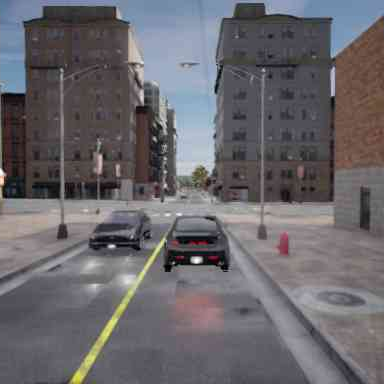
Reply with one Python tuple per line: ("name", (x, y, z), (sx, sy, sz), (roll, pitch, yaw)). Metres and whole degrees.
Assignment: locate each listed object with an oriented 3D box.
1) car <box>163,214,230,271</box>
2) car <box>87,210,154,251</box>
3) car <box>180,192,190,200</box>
("car", (0.137, 1.469, 10.826), (1.837, 1.490, 4.892), (0, 0, 0))
("car", (-2.769, 1.495, 14.175), (2.033, 1.411, 5.357), (0, 0, 0))
("car", (-2.016, 1.273, 83.429), (1.895, 1.301, 4.718), (0, 0, 0))
